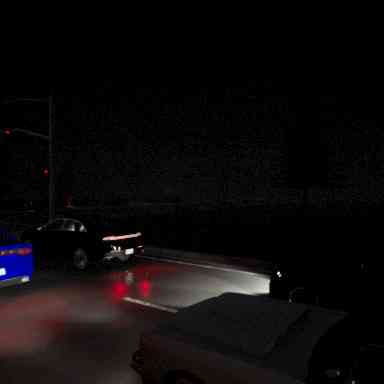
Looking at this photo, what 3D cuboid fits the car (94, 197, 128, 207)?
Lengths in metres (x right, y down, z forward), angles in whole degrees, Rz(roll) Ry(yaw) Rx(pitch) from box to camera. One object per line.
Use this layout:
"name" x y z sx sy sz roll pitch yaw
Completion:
"car" -11.869 1.490 50.606 2.128 1.511 4.902 0 0 35

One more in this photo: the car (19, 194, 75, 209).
"car" -18.085 1.222 41.673 2.150 2.045 5.566 0 0 35

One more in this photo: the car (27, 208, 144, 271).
"car" -3.764 1.492 10.962 4.902 1.511 2.128 0 0 36

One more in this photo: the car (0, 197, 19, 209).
"car" -24.409 1.504 44.840 1.837 1.490 4.892 0 0 35

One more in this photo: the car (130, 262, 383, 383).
"car" 1.716 1.601 2.770 4.718 1.301 1.895 0 0 36

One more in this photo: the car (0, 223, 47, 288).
"car" -5.899 1.478 8.186 5.008 1.535 1.882 0 0 36

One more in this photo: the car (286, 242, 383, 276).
"car" 3.502 1.564 5.788 4.181 1.385 1.994 0 0 36

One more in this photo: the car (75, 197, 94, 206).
"car" -17.770 1.548 54.381 2.033 1.411 5.357 0 0 35

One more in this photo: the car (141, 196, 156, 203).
"car" -8.355 1.563 67.770 1.994 1.385 4.181 0 0 35

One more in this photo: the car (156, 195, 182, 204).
"car" -3.909 1.351 61.990 2.097 1.767 4.553 0 0 35
